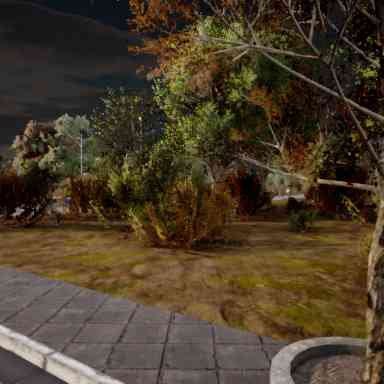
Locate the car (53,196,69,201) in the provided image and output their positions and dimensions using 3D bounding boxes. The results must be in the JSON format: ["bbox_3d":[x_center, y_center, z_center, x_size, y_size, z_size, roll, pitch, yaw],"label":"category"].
[{"bbox_3d":[-18.509,1.214,46.523,1.882,1.535,5.008,0,0,32],"label":"car"}]
